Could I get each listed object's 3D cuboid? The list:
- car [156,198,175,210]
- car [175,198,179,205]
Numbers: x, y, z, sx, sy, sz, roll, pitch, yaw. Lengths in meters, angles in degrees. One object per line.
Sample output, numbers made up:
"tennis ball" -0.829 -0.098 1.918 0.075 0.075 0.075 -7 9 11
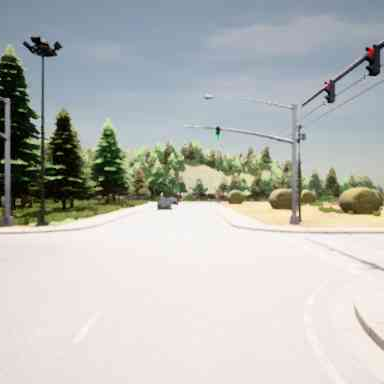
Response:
"car" -3.594 1.628 44.272 1.837 1.490 4.892 0 -1 0
"car" -3.504 1.775 62.690 2.033 1.411 5.357 0 0 0
